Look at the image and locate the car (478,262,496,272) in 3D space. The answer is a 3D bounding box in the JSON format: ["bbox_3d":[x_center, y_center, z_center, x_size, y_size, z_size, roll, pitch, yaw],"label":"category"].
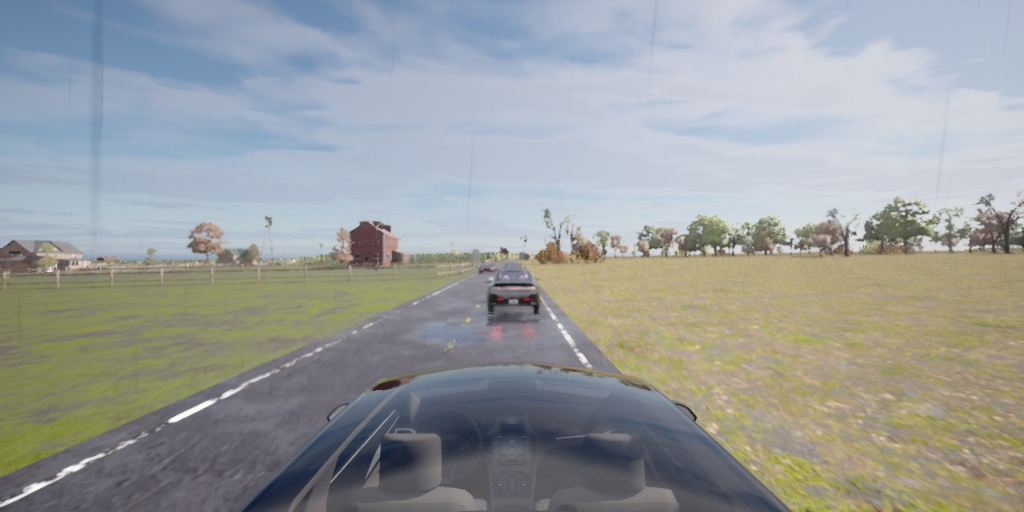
[{"bbox_3d":[-2.806,1.377,41.837,1.994,1.385,4.181,0,0,0],"label":"car"}]

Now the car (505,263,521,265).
[{"bbox_3d":[0.079,1.296,28.973,1.837,1.490,4.892,0,0,0],"label":"car"}]

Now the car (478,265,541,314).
[{"bbox_3d":[0.071,1.259,13.932,2.128,1.511,4.902,0,0,0],"label":"car"}]
